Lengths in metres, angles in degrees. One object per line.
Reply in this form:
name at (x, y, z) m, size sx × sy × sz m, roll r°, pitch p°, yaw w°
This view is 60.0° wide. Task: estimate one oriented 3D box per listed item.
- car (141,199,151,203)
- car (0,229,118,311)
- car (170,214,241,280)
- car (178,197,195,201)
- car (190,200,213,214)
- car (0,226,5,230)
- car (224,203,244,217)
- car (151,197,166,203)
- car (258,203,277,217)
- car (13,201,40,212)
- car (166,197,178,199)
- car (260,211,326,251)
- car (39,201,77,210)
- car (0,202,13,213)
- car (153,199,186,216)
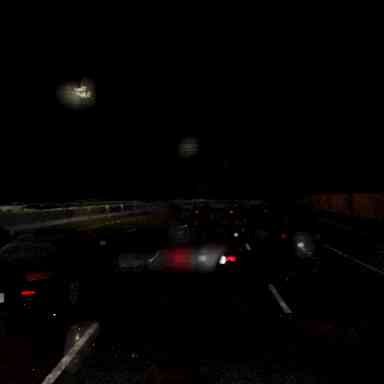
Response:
car at (-10.109, 2.242, 77.473) m, size 1.994 × 1.385 × 4.181 m, roll 0°, pitch -1°, yaw 25°
car at (-3.139, 1.593, 7.808) m, size 1.812 × 1.442 × 4.674 m, roll 0°, pitch 0°, yaw 3°
car at (0.475, 1.649, 10.291) m, size 2.033 × 1.411 × 5.357 m, roll 0°, pitch -1°, yaw 4°
car at (-0.378, 2.235, 73.481) m, size 2.033 × 1.411 × 5.357 m, roll 0°, pitch -1°, yaw 26°
car at (1.070, 1.881, 36.560) m, size 1.812 × 1.442 × 4.674 m, roll 0°, pitch 0°, yaw 14°
car at (-6.522, 1.604, 9.870) m, size 1.812 × 1.442 × 4.674 m, roll 0°, pitch 0°, yaw 3°
car at (4.621, 1.889, 36.323) m, size 1.812 × 1.442 × 4.674 m, roll 0°, pitch 0°, yaw 14°
car at (-6.794, 2.046, 76.298) m, size 2.097 × 1.767 × 4.553 m, roll 0°, pitch -1°, yaw 26°
car at (8.177, 1.896, 36.085) m, size 1.812 × 1.442 × 4.674 m, roll 0°, pitch 0°, yaw 15°
car at (-16.914, 1.804, 37.074) m, size 2.128 × 1.511 × 4.902 m, roll 0°, pitch -1°, yaw 13°
car at (-3.304, 1.963, 75.455) m, size 2.097 × 1.767 × 4.553 m, roll 0°, pitch -1°, yaw 26°
car at (4.386, 1.758, 14.942) m, size 1.895 × 1.301 × 4.718 m, roll 0°, pitch -1°, yaw 6°
car at (-13.715, 1.868, 35.334) m, size 1.994 × 1.385 × 4.181 m, roll 0°, pitch -1°, yaw 13°
car at (-20.329, 1.837, 37.862) m, size 1.812 × 1.442 × 4.674 m, roll 0°, pitch -1°, yaw 13°
car at (-2.470, 1.874, 36.740) m, size 1.812 × 1.442 × 4.674 m, roll 0°, pitch 0°, yaw 14°
